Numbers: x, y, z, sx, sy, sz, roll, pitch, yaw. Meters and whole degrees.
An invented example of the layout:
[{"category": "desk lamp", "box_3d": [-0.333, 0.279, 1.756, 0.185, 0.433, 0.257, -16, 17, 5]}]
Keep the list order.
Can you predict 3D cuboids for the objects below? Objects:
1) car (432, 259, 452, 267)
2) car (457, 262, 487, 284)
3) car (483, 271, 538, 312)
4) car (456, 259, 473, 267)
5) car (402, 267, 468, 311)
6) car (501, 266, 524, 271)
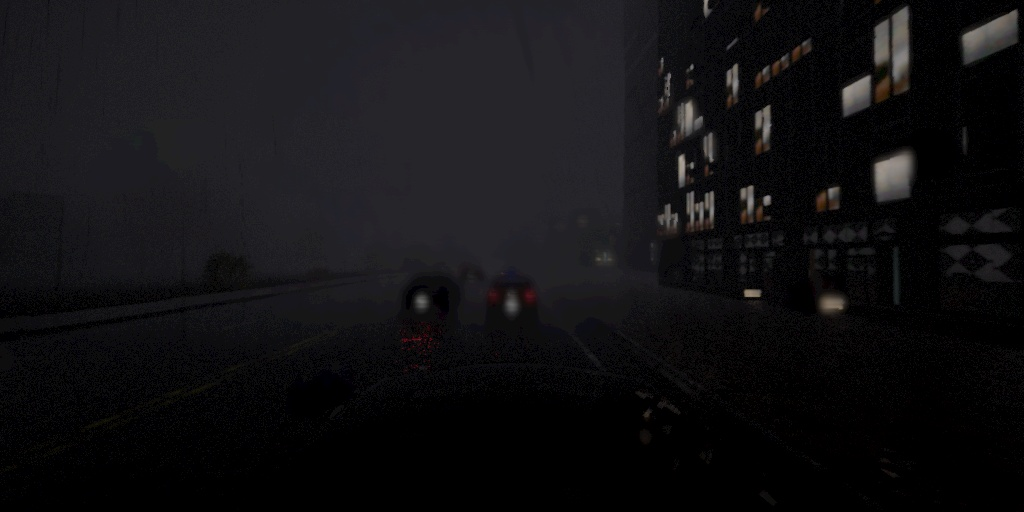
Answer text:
[{"category": "car", "box_3d": [-9.774, 1.483, 50.331, 2.150, 2.045, 5.566, 0, -1, 0]}, {"category": "car", "box_3d": [-3.234, 1.535, 31.072, 1.882, 1.535, 5.008, 0, 0, 0]}, {"category": "car", "box_3d": [0.010, 1.492, 15.088, 1.895, 1.301, 4.718, 0, -1, 0]}, {"category": "car", "box_3d": [-6.524, 1.484, 50.345, 2.150, 2.045, 5.566, 0, -1, 0]}, {"category": "car", "box_3d": [-3.236, 1.400, 15.340, 1.837, 1.490, 4.892, 0, 0, 0]}, {"category": "car", "box_3d": [0.011, 1.580, 30.743, 1.812, 1.442, 4.674, 0, 0, 0]}]
